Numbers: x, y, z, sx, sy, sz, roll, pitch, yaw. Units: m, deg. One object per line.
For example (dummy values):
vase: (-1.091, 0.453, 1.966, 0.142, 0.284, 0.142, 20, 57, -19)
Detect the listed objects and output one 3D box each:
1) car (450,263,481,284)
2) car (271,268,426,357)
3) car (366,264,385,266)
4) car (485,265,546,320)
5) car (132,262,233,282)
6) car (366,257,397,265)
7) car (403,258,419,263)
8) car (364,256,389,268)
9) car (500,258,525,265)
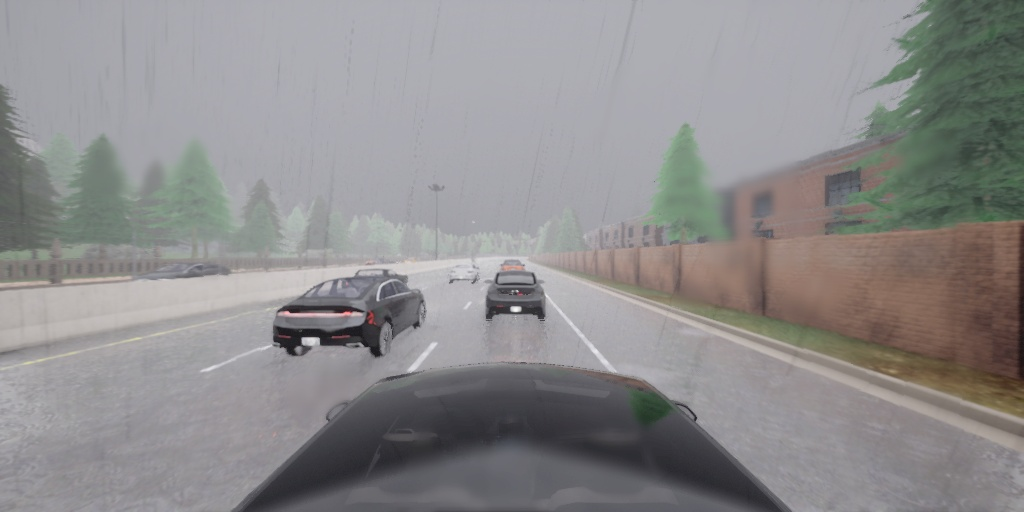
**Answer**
car: (-3.468, 1.232, 26.665, 1.812, 1.442, 4.674, 0, 0, 0)
car: (-3.376, 1.214, 8.420, 2.128, 1.511, 4.902, 0, 0, 0)
car: (-6.931, 1.292, 18.699, 1.895, 1.301, 4.718, 0, 0, 0)
car: (0.098, 1.246, 12.537, 1.837, 1.490, 4.892, 0, 0, 0)
car: (-17.627, 1.114, 19.428, 2.128, 1.511, 4.902, 0, 0, 0)
car: (-14.160, 1.120, 39.479, 2.128, 1.511, 4.902, 0, 0, 0)
car: (-17.667, 1.108, 62.963, 1.882, 1.535, 5.008, 0, 0, 0)
car: (-21.152, 0.919, 56.207, 2.097, 1.767, 4.553, 0, 0, 0)
car: (0.034, 1.077, 30.484, 2.097, 1.767, 4.553, 0, 0, 0)
